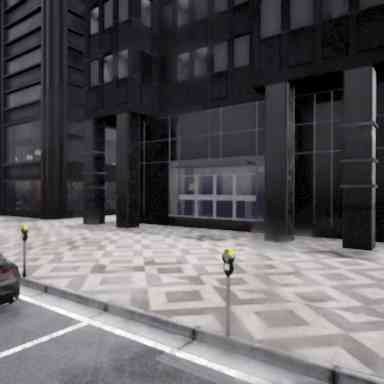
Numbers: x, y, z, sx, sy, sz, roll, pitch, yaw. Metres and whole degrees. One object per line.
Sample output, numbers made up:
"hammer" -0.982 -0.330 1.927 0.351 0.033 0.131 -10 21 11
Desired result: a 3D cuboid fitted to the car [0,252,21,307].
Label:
"car" -5.116 1.535 6.614 4.403 1.369 2.008 0 0 36
